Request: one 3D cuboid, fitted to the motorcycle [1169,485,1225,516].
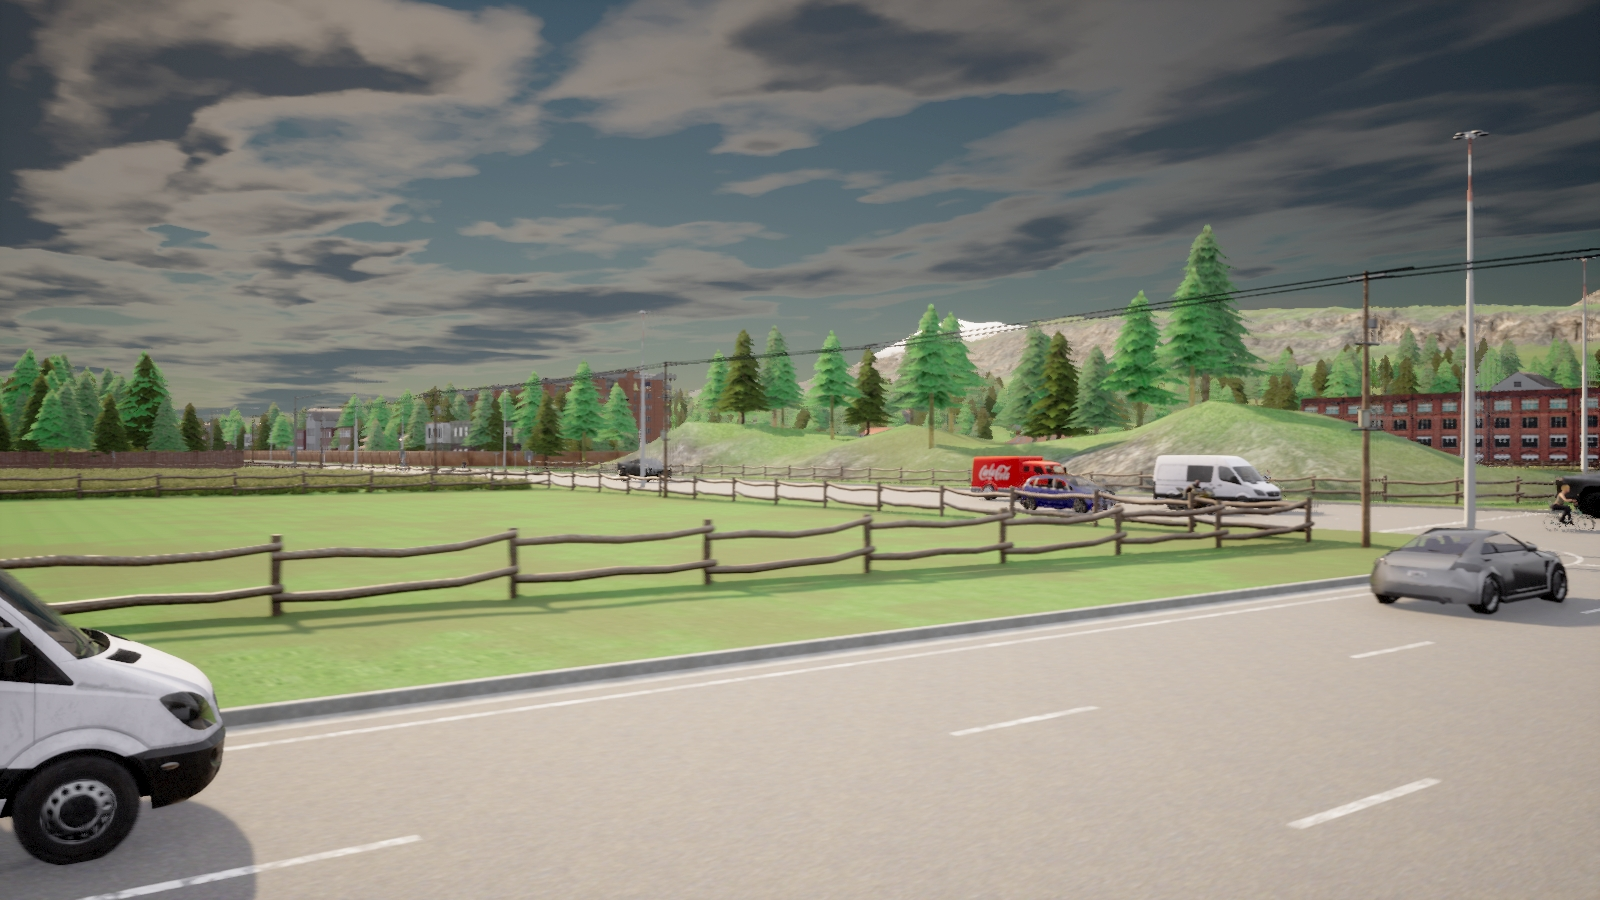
[{"bbox_3d":[17.302,2.205,49.855,0.867,1.251,2.209,0,0,-36],"label":"motorcycle"}]

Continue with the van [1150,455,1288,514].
[{"bbox_3d":[19.341,1.534,53.006,1.988,2.561,5.915,0,0,-36],"label":"van"}]

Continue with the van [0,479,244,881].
[{"bbox_3d":[-7.031,1.534,7.417,5.915,2.561,1.988,0,0,-35],"label":"van"}]

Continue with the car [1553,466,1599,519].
[{"bbox_3d":[34.734,1.754,46.734,6.274,2.098,2.390,0,0,26],"label":"car"}]

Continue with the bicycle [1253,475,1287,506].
[{"bbox_3d":[24.055,2.056,58.456,0.373,1.496,1.643,0,0,-36],"label":"bicycle"}]

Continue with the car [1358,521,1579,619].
[{"bbox_3d":[12.333,2.119,21.006,4.181,1.385,1.994,0,0,-36],"label":"car"}]

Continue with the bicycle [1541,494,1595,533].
[{"bbox_3d":[26.258,2.158,39.050,1.487,1.276,0.859,0,0,37],"label":"bicycle"}]

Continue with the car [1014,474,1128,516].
[{"bbox_3d":[12.075,1.966,51.132,2.242,1.667,4.611,0,0,-36],"label":"car"}]

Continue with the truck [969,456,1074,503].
[{"bbox_3d":[12.098,1.575,62.714,2.627,2.467,5.204,0,-1,-38],"label":"truck"}]
